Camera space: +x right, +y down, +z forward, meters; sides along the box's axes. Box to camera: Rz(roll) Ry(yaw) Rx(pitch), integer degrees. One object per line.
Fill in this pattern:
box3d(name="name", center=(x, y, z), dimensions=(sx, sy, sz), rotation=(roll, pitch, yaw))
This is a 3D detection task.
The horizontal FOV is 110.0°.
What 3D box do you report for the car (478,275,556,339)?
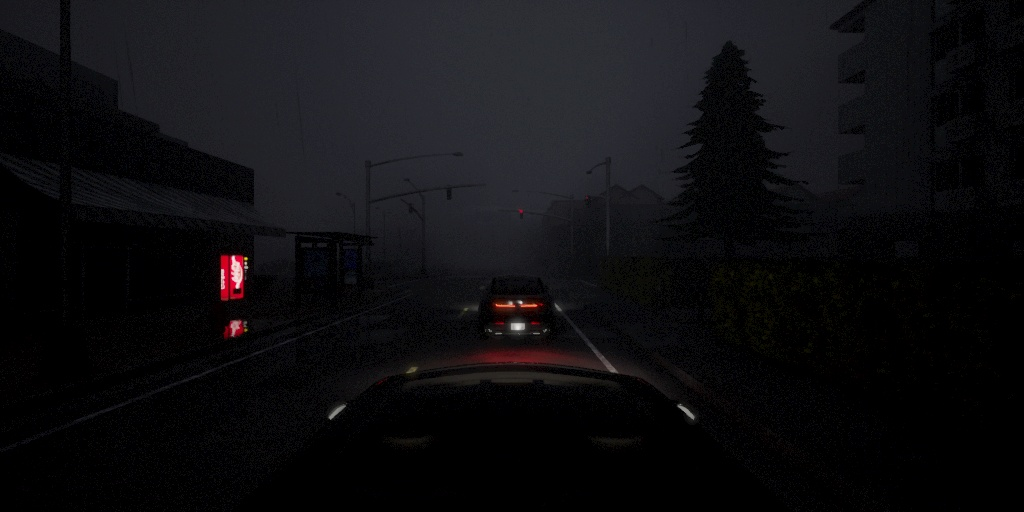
box3d(name="car", center=(0.118, 1.255, 10.050), dimensions=(1.837, 1.490, 4.892), rotation=(0, 0, 0))
